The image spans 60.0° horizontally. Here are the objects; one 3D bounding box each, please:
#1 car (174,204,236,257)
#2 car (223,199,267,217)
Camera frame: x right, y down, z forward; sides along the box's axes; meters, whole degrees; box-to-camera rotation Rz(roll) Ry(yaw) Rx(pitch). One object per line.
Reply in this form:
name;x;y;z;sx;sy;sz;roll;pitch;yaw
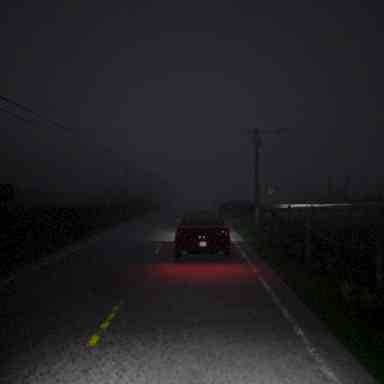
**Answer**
car;0.384;1.464;12.856;1.882;1.535;5.008;0;0;1
car;4.684;1.401;29.907;4.902;1.511;2.128;0;-1;-35
